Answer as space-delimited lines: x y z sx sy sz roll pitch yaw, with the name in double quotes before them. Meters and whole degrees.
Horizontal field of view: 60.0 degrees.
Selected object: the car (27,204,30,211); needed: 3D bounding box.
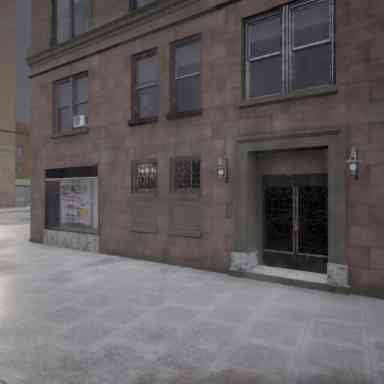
"car" -15.485 1.437 36.193 1.812 1.442 4.674 0 0 35
